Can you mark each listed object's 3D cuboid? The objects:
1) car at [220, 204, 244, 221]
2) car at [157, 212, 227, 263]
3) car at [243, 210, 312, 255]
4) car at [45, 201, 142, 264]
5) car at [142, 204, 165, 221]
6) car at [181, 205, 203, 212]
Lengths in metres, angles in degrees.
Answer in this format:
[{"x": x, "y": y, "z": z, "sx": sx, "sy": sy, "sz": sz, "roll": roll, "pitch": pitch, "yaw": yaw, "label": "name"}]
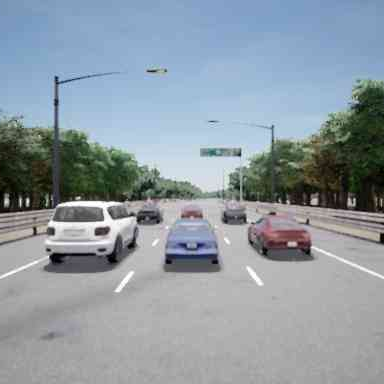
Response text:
[{"x": 3.503, "y": 1.810, "z": 28.502, "sx": 2.128, "sy": 1.511, "sz": 4.902, "roll": 0, "pitch": -1, "yaw": 0, "label": "car"}, {"x": 0.001, "y": 1.684, "z": 12.519, "sx": 2.033, "sy": 1.411, "sz": 5.357, "roll": 0, "pitch": -1, "yaw": 0, "label": "car"}, {"x": 3.516, "y": 1.677, "z": 13.901, "sx": 1.812, "sy": 1.442, "sz": 4.674, "roll": 0, "pitch": 0, "yaw": 0, "label": "car"}, {"x": -3.498, "y": 1.361, "z": 12.567, "sx": 2.150, "sy": 2.045, "sz": 5.566, "roll": 0, "pitch": 0, "yaw": 0, "label": "car"}, {"x": -3.497, "y": 1.824, "z": 28.495, "sx": 1.837, "sy": 1.490, "sz": 4.892, "roll": 0, "pitch": 0, "yaw": 0, "label": "car"}, {"x": 0.007, "y": 1.847, "z": 28.904, "sx": 1.812, "sy": 1.442, "sz": 4.674, "roll": 0, "pitch": 0, "yaw": 0, "label": "car"}]
